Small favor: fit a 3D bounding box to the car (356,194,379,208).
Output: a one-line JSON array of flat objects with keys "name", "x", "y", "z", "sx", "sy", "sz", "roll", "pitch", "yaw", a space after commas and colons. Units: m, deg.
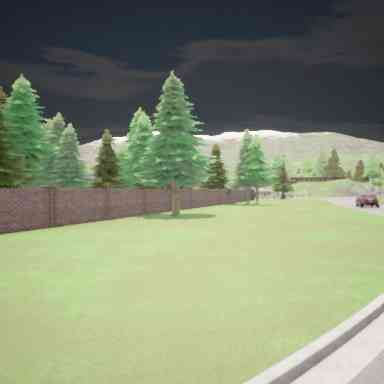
[{"name": "car", "x": 22.747, "y": 1.046, "z": 43.269, "sx": 2.097, "sy": 1.767, "sz": 4.553, "roll": -1, "pitch": 0, "yaw": 17}]
